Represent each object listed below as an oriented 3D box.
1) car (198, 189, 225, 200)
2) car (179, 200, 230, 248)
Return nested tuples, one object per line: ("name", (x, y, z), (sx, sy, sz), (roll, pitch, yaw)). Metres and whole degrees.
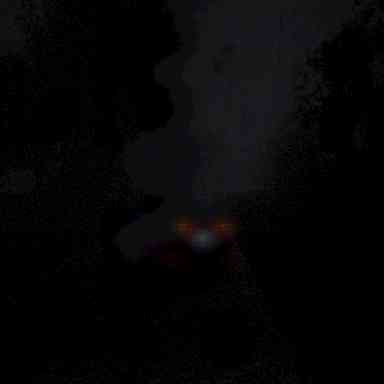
("car", (1.641, 0.560, 27.453), (2.097, 1.767, 4.553), (0, 3, 6))
("car", (0.538, 1.279, 13.500), (1.812, 1.442, 4.674), (0, 2, 4))
